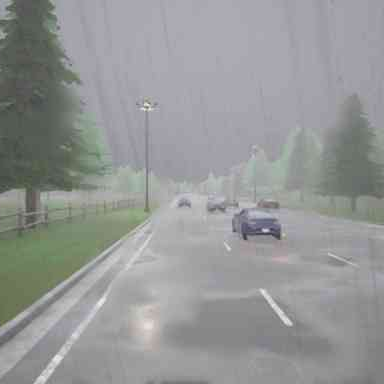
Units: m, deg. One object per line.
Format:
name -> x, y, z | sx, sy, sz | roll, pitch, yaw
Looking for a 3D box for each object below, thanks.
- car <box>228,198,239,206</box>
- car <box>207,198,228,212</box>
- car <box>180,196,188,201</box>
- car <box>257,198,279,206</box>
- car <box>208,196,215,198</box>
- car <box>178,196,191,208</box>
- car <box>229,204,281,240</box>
car -> 5.905, 1.584, 50.212 | 2.128, 1.511, 4.902 | 0, 0, -1
car -> 2.731, 1.672, 38.948 | 1.895, 1.301, 4.718 | 0, 0, -1
car -> -2.000, 1.700, 87.191 | 2.033, 1.411, 5.357 | 0, 0, -1
car -> 9.650, 1.556, 42.504 | 1.882, 1.535, 5.008 | 0, 0, -1
car -> 5.051, 1.681, 85.116 | 1.812, 1.442, 4.674 | 0, 0, -1
car -> -1.105, 1.695, 50.980 | 1.895, 1.301, 4.718 | 0, 0, -1
car -> 3.241, 1.557, 17.175 | 1.812, 1.442, 4.674 | 0, 0, -1
